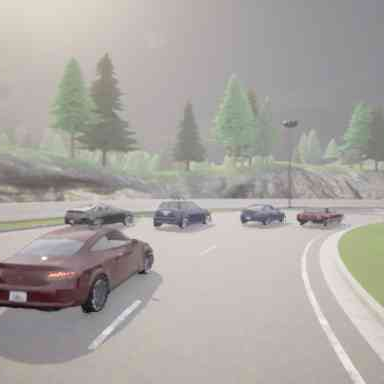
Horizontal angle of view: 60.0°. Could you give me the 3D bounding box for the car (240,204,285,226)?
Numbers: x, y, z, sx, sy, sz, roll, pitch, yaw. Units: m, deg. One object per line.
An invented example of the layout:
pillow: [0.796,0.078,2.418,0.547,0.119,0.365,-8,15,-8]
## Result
car: [5.107,1.570,23.931,1.812,1.442,4.674,0,0,36]

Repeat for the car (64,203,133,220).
car: [-5.500,1.414,20.294,2.128,1.511,4.902,1,0,25]

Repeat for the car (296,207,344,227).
car: [9.204,1.693,23.616,1.895,1.301,4.718,1,0,40]

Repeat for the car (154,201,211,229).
car: [-0.526,1.332,21.608,2.097,1.767,4.553,1,0,29]

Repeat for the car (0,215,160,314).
car: [-2.331,1.493,7.538,1.812,1.442,4.674,0,0,11]
